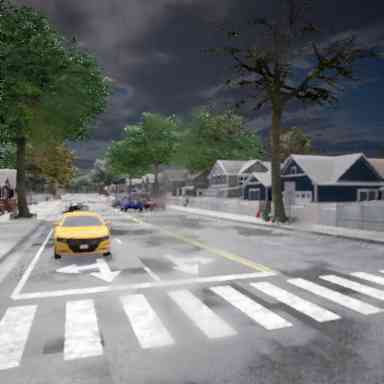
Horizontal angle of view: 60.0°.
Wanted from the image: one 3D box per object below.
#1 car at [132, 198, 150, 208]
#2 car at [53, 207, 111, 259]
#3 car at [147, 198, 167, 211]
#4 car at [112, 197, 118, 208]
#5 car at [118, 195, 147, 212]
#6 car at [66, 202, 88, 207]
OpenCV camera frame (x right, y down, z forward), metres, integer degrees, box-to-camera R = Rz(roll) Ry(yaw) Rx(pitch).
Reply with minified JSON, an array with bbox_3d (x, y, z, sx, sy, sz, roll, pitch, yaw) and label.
[{"bbox_3d":[-8.262,1.687,53.479,1.837,1.490,4.892,0,0,-20],"label":"car"},{"bbox_3d":[-4.358,1.549,13.229,1.882,1.535,5.008,0,-1,-20],"label":"car"},{"bbox_3d":[-4.935,1.562,44.306,2.097,1.767,4.553,0,0,-21],"label":"car"},{"bbox_3d":[-11.315,1.523,52.366,2.097,1.767,4.553,0,0,-20],"label":"car"},{"bbox_3d":[-7.672,1.423,42.304,2.150,2.045,5.566,0,0,-19],"label":"car"},{"bbox_3d":[-7.861,1.678,23.049,1.837,1.490,4.892,0,0,-20],"label":"car"}]
